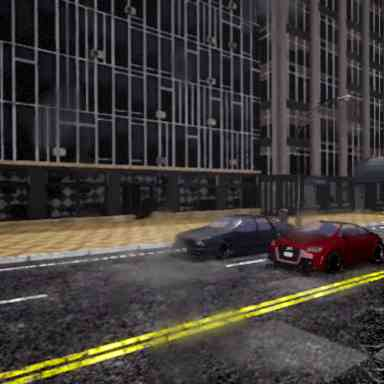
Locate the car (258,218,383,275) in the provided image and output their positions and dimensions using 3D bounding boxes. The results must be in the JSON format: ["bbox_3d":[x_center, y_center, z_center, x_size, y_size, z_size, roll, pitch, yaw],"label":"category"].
[{"bbox_3d":[4.423,1.639,10.826,4.181,1.385,1.994,1,0,-35],"label":"car"}]

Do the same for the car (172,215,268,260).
[{"bbox_3d":[1.898,1.617,13.014,5.357,1.411,2.033,1,0,-36],"label":"car"}]
